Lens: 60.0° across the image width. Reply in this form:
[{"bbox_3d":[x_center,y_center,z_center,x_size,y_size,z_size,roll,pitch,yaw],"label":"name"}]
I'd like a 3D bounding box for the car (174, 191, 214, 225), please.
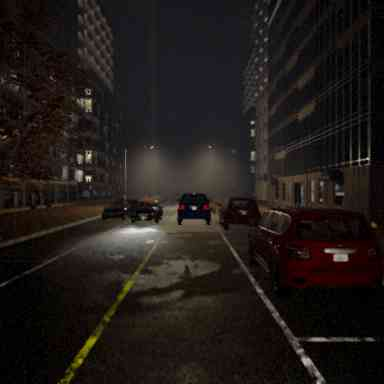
[{"bbox_3d":[0.138,1.083,23.055,2.150,2.045,5.566,0,1,0],"label":"car"}]

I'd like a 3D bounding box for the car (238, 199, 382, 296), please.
[{"bbox_3d":[2.706,1.264,8.433,2.192,1.841,5.009,0,0,0],"label":"car"}]

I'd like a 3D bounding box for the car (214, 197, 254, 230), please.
[{"bbox_3d":[2.723,1.195,19.817,2.192,1.841,5.009,0,0,0],"label":"car"}]

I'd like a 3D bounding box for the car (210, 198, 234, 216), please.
[{"bbox_3d":[2.738,1.332,31.372,1.752,1.417,4.829,0,0,0],"label":"car"}]

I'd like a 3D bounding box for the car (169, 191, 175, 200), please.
[{"bbox_3d":[-2.908,0.719,64.234,1.882,1.535,5.008,0,0,0],"label":"car"}]

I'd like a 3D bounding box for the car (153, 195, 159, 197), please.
[{"bbox_3d":[-5.626,1.315,42.610,1.802,1.307,4.206,0,0,0],"label":"car"}]

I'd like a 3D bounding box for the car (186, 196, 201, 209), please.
[{"bbox_3d":[0.160,1.245,41.610,1.837,1.490,4.892,0,1,0],"label":"car"}]

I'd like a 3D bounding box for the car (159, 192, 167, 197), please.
[{"bbox_3d":[-5.610,1.208,53.995,2.008,1.369,4.403,0,0,0],"label":"car"}]

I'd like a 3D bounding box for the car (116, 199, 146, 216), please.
[{"bbox_3d":[-5.643,1.374,31.227,1.947,1.339,4.313,0,0,0],"label":"car"}]

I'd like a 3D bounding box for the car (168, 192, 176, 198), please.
[{"bbox_3d":[-5.551,0.818,93.838,1.967,1.590,4.097,0,0,0],"label":"car"}]

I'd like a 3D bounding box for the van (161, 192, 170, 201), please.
[{"bbox_3d":[-5.584,0.881,71.070,1.690,1.788,3.998,0,0,0],"label":"van"}]

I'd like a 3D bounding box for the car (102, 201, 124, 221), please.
[{"bbox_3d":[-5.651,1.395,25.534,2.008,1.369,4.403,0,0,0],"label":"car"}]

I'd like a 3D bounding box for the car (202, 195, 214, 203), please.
[{"bbox_3d":[2.779,1.184,59.663,1.947,1.339,4.313,0,0,0],"label":"car"}]

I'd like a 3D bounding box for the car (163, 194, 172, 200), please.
[{"bbox_3d":[-5.577,1.082,76.764,1.802,1.307,4.206,0,0,0],"label":"car"}]

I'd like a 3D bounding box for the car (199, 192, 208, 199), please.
[{"bbox_3d":[2.813,0.899,82.428,1.967,1.590,4.097,0,0,0],"label":"car"}]

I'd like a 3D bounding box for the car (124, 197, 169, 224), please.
[{"bbox_3d":[-3.065,1.349,23.352,2.128,1.511,4.902,0,0,0],"label":"car"}]

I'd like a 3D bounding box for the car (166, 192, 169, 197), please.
[{"bbox_3d":[-5.593,1.124,65.379,1.887,1.381,4.507,0,0,0],"label":"car"}]
